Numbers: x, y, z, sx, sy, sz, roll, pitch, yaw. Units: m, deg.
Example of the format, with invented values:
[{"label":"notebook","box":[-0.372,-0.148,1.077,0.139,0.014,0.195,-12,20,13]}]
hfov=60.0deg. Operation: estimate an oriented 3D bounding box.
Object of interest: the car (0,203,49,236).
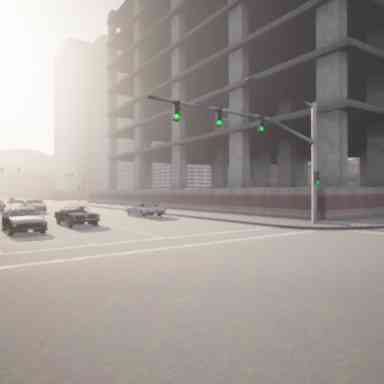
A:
[{"label":"car","box":[-9.648,1.575,18.978,2.033,1.411,5.357,0,0,-35]}]

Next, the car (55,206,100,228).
[{"label":"car","box":[-7.794,1.608,22.456,1.895,1.301,4.718,0,0,-35]}]

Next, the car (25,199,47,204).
[{"label":"car","box":[-16.843,1.520,35.601,1.837,1.490,4.892,0,0,-34]}]

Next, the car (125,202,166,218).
[{"label":"car","box":[-4.302,1.568,29.901,1.895,1.301,4.718,0,0,-35]}]

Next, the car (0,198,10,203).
[{"label":"car","box":[-21.903,1.391,36.790,2.097,1.767,4.553,0,0,-34]}]
